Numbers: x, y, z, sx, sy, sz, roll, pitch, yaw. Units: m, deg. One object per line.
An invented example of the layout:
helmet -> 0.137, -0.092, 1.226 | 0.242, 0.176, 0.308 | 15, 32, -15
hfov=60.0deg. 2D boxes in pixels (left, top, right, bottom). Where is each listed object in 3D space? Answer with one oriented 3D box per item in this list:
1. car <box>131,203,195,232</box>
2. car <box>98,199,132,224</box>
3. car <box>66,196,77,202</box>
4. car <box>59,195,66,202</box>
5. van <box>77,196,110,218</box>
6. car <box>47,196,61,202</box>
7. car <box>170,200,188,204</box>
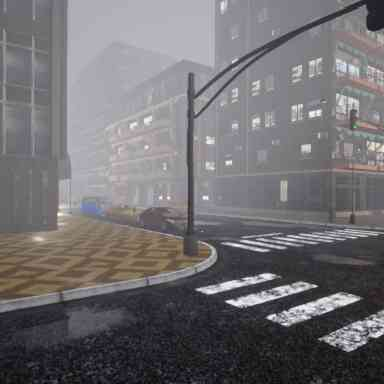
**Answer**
car -> -1.713, 1.526, 19.803 | 1.802, 1.307, 4.206 | 0, 0, -36
car -> -4.914, 1.459, 24.267 | 1.752, 1.417, 4.829 | 0, 0, -36
car -> -21.405, 1.448, 61.645 | 1.752, 1.417, 4.829 | 0, 0, -36
car -> -27.906, 1.361, 70.712 | 1.967, 1.590, 4.097 | 0, 0, -36
van -> -8.313, 1.266, 29.008 | 1.690, 1.788, 3.998 | 0, 0, -36
car -> -31.205, 1.490, 75.313 | 1.947, 1.339, 4.313 | 0, 0, -36
car -> -1.603, 1.488, 34.029 | 1.752, 1.417, 4.829 | 0, 0, -36
